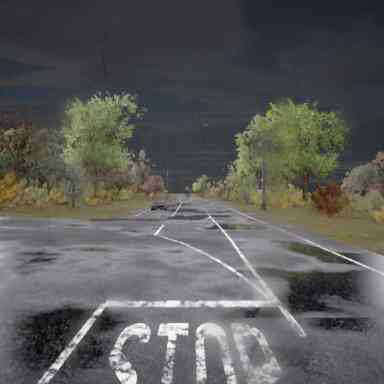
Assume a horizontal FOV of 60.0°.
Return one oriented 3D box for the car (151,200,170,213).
[{"bbox_3d":[-3.586,1.617,37.908,1.895,1.301,4.718,0,0,0],"label":"car"}]
